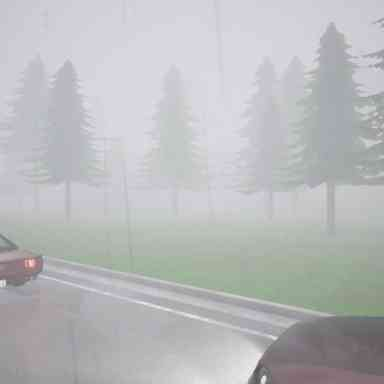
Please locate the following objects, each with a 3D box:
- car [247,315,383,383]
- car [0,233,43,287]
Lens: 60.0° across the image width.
[{"bbox_3d":[2.458,1.564,2.239,4.181,1.385,1.994,0,0,36],"label":"car"},{"bbox_3d":[-5.751,1.601,8.085,4.718,1.301,1.895,0,0,35],"label":"car"}]
